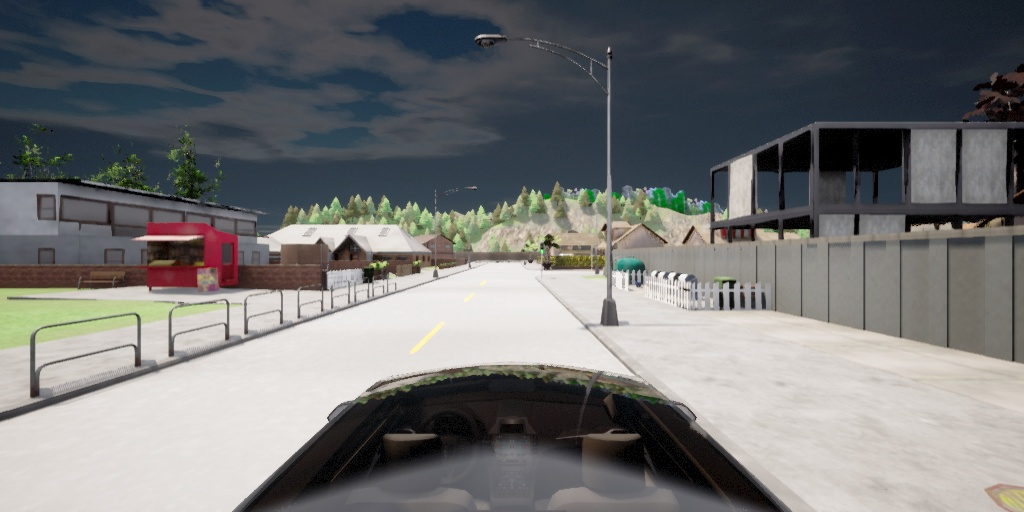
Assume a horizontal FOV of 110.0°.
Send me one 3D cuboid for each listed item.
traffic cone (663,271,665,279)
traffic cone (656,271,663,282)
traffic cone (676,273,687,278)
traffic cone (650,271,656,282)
[{"bbox_3d":[11.751,1.530,28.565,0.344,0.586,0.344,0,0,0],"label":"traffic cone"},{"bbox_3d":[11.390,1.526,27.996,0.344,0.586,0.344,0,0,0],"label":"traffic cone"},{"bbox_3d":[15.798,1.538,33.449,0.344,0.586,0.344,0,0,0],"label":"traffic cone"},{"bbox_3d":[10.391,1.550,26.955,0.344,0.586,0.344,0,0,0],"label":"traffic cone"}]
